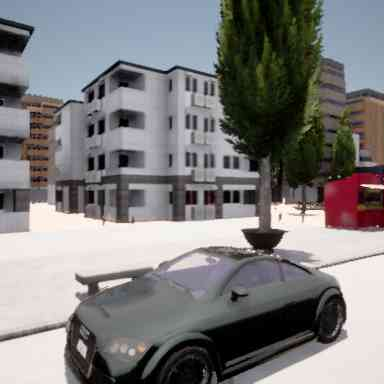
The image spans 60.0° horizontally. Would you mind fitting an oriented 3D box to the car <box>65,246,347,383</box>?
[{"bbox_3d":[0.396,1.562,4.881,4.181,1.385,1.994,0,0,-35],"label":"car"}]
